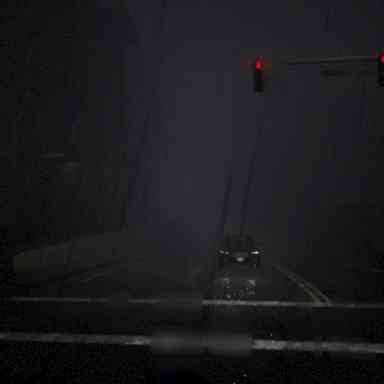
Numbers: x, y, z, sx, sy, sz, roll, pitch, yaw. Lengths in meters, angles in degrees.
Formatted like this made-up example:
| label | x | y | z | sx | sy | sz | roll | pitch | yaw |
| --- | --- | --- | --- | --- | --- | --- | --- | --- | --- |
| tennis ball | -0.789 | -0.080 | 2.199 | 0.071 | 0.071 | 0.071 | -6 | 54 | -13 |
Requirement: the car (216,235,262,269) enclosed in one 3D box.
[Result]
| label | x | y | z | sx | sy | sz | roll | pitch | yaw |
| --- | --- | --- | --- | --- | --- | --- | --- | --- | --- |
| car | 2.295 | 2.837 | 16.213 | 2.128 | 1.511 | 4.902 | -1 | -7 | 7 |
